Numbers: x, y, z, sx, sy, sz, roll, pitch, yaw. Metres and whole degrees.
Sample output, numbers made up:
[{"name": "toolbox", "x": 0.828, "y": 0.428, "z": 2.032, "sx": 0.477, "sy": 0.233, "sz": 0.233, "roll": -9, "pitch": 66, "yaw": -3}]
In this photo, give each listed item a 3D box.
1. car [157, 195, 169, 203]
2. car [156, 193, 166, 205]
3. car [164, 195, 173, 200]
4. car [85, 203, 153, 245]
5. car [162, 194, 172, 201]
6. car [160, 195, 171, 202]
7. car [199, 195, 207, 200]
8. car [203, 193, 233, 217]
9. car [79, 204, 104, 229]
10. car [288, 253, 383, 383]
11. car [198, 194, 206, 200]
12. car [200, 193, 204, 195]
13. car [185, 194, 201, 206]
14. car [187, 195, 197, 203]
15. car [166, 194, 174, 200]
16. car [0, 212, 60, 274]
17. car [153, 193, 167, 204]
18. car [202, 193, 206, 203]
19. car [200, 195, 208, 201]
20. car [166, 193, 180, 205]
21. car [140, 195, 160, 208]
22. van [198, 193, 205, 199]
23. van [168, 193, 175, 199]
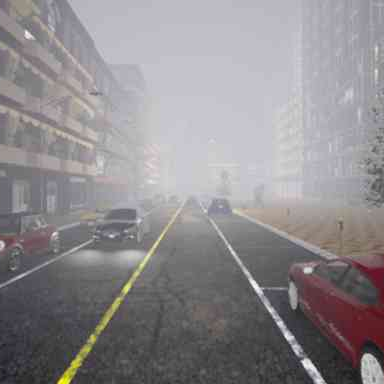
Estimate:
[{"name": "car", "x": -5.706, "y": 1.364, "z": 65.473, "sx": 2.008, "sy": 1.369, "sz": 4.403, "roll": 0, "pitch": 0, "yaw": 0}, {"name": "car", "x": -5.705, "y": 1.364, "z": 54.250, "sx": 1.752, "sy": 1.417, "sz": 4.829, "roll": 0, "pitch": 0, "yaw": 0}, {"name": "car", "x": -5.710, "y": 1.348, "z": 82.052, "sx": 1.947, "sy": 1.339, "sz": 4.313, "roll": 0, "pitch": 0, "yaw": 0}, {"name": "car", "x": -3.103, "y": 1.451, "z": 15.261, "sx": 1.837, "sy": 1.490, "sz": 4.892, "roll": 0, "pitch": 0, "yaw": 0}, {"name": "car", "x": -5.709, "y": 1.232, "z": 76.525, "sx": 1.967, "sy": 1.590, "sz": 4.097, "roll": 0, "pitch": 0, "yaw": 0}, {"name": "car", "x": -5.708, "y": 1.353, "z": 71.000, "sx": 2.008, "sy": 1.369, "sz": 4.403, "roll": 0, "pitch": 0, "yaw": 0}, {"name": "car", "x": 2.670, "y": 1.348, "z": 82.054, "sx": 1.947, "sy": 1.339, "sz": 4.313, "roll": 0, "pitch": 0, "yaw": 0}, {"name": "car", "x": 2.381, "y": 1.256, "z": 29.754, "sx": 2.097, "sy": 1.767, "sz": 4.553, "roll": 0, "pitch": 0, "yaw": 0}, {"name": "car", "x": -5.699, "y": 1.453, "z": 21.090, "sx": 1.752, "sy": 1.417, "sz": 4.829, "roll": 0, "pitch": 0, "yaw": 0}, {"name": "car", "x": 2.684, "y": 1.528, "z": 4.682, "sx": 1.887, "sy": 1.381, "sz": 4.507, "roll": 0, "pitch": 0, "yaw": 0}, {"name": "car", "x": 2.668, "y": 1.214, "z": 87.580, "sx": 1.967, "sy": 1.590, "sz": 4.097, "roll": 0, "pitch": 0, "yaw": 0}, {"name": "car", "x": 2.674, "y": 1.408, "z": 59.947, "sx": 1.802, "sy": 1.307, "sz": 4.206, "roll": 0, "pitch": 0, "yaw": 0}, {"name": "car", "x": -0.004, "y": 1.413, "z": 49.841, "sx": 1.994, "sy": 1.385, "sz": 4.181, "roll": 0, "pitch": 0, "yaw": 0}, {"name": "car", "x": -0.010, "y": 1.294, "z": 65.536, "sx": 1.882, "sy": 1.535, "sz": 5.008, "roll": 0, "pitch": 0, "yaw": 0}, {"name": "car", "x": -5.711, "y": 1.318, "z": 87.579, "sx": 1.887, "sy": 1.381, "sz": 4.507, "roll": 0, "pitch": 0, "yaw": 0}, {"name": "car", "x": -5.698, "y": 1.403, "z": 10.206, "sx": 1.967, "sy": 1.590, "sz": 4.097, "roll": 0, "pitch": 0, "yaw": 0}, {"name": "car", "x": -5.708, "y": 1.140, "z": 59.945, "sx": 2.192, "sy": 1.841, "sz": 5.009, "roll": 0, "pitch": 0, "yaw": 0}, {"name": "car", "x": 2.676, "y": 1.305, "z": 43.367, "sx": 1.967, "sy": 1.590, "sz": 4.097, "roll": 0, "pitch": 0, "yaw": 0}, {"name": "car", "x": 2.671, "y": 1.317, "z": 76.696, "sx": 1.752, "sy": 1.417, "sz": 4.829, "roll": 0, "pitch": 0, "yaw": 0}, {"name": "car", "x": -3.064, "y": 1.338, "z": 56.465, "sx": 1.837, "sy": 1.490, "sz": 4.892, "roll": 0, "pitch": 0, "yaw": 0}, {"name": "car", "x": -5.703, "y": 1.410, "z": 43.366, "sx": 1.887, "sy": 1.381, "sz": 4.507, "roll": 0, "pitch": 0, "yaw": 0}, {"name": "van", "x": 2.666, "y": 1.107, "z": 93.108, "sx": 1.690, "sy": 1.788, "sz": 3.998, "roll": 0, "pitch": 0, "yaw": 0}, {"name": "van", "x": -5.714, "y": 1.106, "z": 93.106, "sx": 1.690, "sy": 1.788, "sz": 3.998, "roll": 0, "pitch": 0, "yaw": 0}]
